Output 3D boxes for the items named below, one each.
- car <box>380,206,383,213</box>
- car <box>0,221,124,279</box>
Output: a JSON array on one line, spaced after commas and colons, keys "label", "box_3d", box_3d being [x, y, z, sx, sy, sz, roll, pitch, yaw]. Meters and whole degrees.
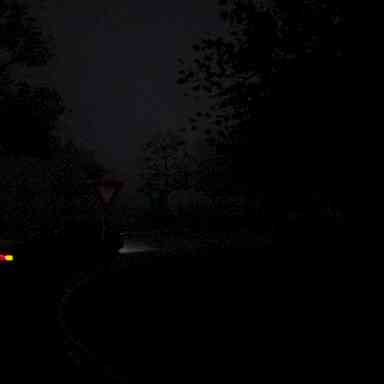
[{"label": "car", "box_3d": [18.326, 1.764, 30.350, 1.882, 1.535, 5.008, 0, 0, 31]}, {"label": "car", "box_3d": [-4.229, 1.614, 10.398, 2.033, 1.411, 5.357, 0, -1, 19]}]
